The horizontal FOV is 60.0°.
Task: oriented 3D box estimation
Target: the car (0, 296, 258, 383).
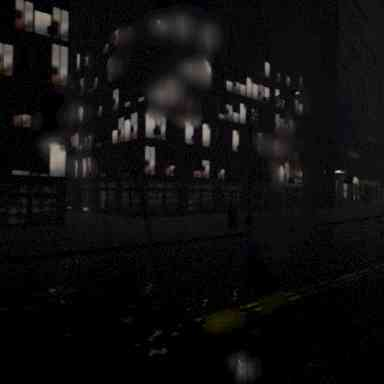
[{"bbox_3d":[-1.434,1.567,2.476,4.181,1.385,1.994,0,0,-36],"label":"car"}]
